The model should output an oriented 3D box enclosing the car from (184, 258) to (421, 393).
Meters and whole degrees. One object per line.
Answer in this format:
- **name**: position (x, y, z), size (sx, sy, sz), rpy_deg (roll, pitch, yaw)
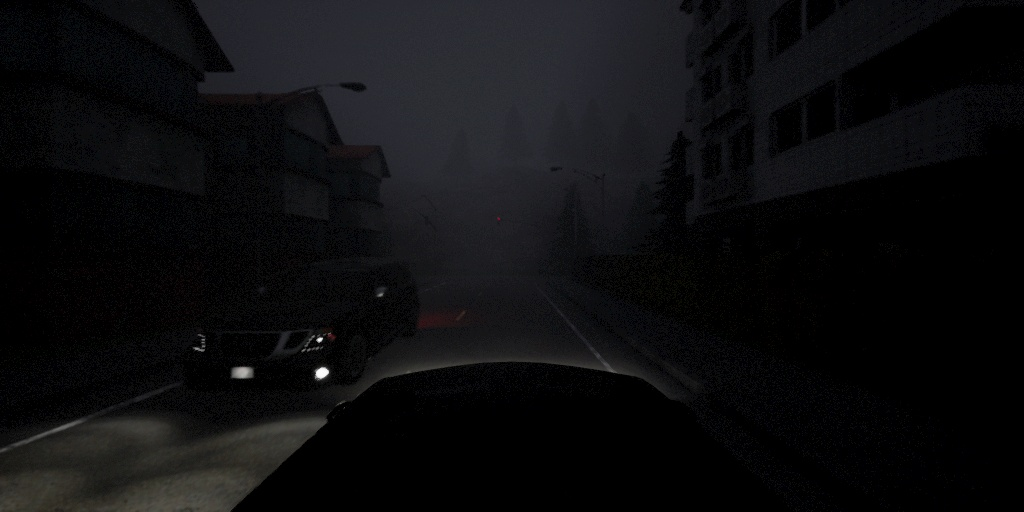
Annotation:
- **car**: position (-3.503, 1.108, 7.414), size (2.150, 2.045, 5.566), rpy_deg (0, 1, 0)
